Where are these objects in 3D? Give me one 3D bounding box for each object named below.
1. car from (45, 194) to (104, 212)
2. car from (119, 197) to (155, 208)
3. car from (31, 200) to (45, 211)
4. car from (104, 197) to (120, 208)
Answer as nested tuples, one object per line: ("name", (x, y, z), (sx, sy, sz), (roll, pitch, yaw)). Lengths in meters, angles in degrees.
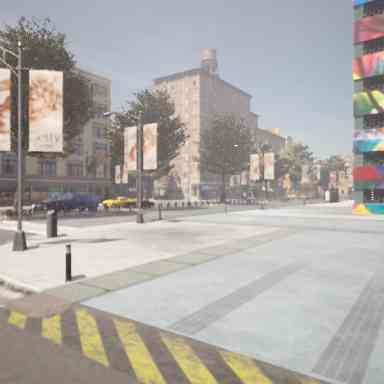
("car", (-13.310, 1.220, 38.036), (2.150, 2.045, 5.566), (0, 0, 35))
("car", (-7.377, 1.600, 46.373), (1.895, 1.301, 4.718), (0, 0, 36))
("car", (-16.534, 1.490, 39.526), (2.128, 1.511, 4.902), (0, 0, 36))
("car", (-10.612, 1.476, 47.864), (1.882, 1.535, 5.008), (0, 0, 36))
